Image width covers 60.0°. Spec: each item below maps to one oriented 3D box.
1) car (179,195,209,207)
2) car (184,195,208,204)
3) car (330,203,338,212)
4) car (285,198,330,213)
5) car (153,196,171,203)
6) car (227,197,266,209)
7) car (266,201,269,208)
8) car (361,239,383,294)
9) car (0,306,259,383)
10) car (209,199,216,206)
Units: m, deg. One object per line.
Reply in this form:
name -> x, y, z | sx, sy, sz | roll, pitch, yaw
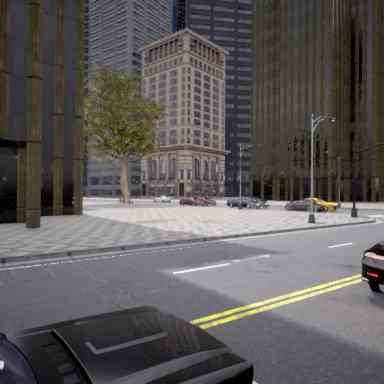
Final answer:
car -> -0.066, 1.472, 50.820 | 1.812, 1.442, 4.674 | 1, 0, -41
car -> 0.775, 1.393, 64.681 | 2.097, 1.767, 4.553 | 1, -1, -43
car -> 14.358, 1.460, 38.557 | 1.882, 1.535, 5.008 | 1, 0, -38
car -> 12.209, 1.514, 36.022 | 1.994, 1.385, 4.181 | 1, 0, -39
car -> -6.412, 1.565, 72.112 | 1.812, 1.442, 4.674 | 1, -1, -45
car -> 6.618, 1.441, 42.968 | 2.128, 1.511, 4.902 | 1, 0, -40
car -> 8.376, 1.473, 45.928 | 2.128, 1.511, 4.902 | 1, 0, -40
car -> 5.787, 1.491, 7.567 | 4.902, 1.511, 2.128 | 0, 0, -35
car -> -1.733, 1.601, 2.205 | 4.718, 1.301, 1.895 | 0, 0, -36
car -> 1.874, 1.504, 53.522 | 1.812, 1.442, 4.674 | 1, 0, -41
